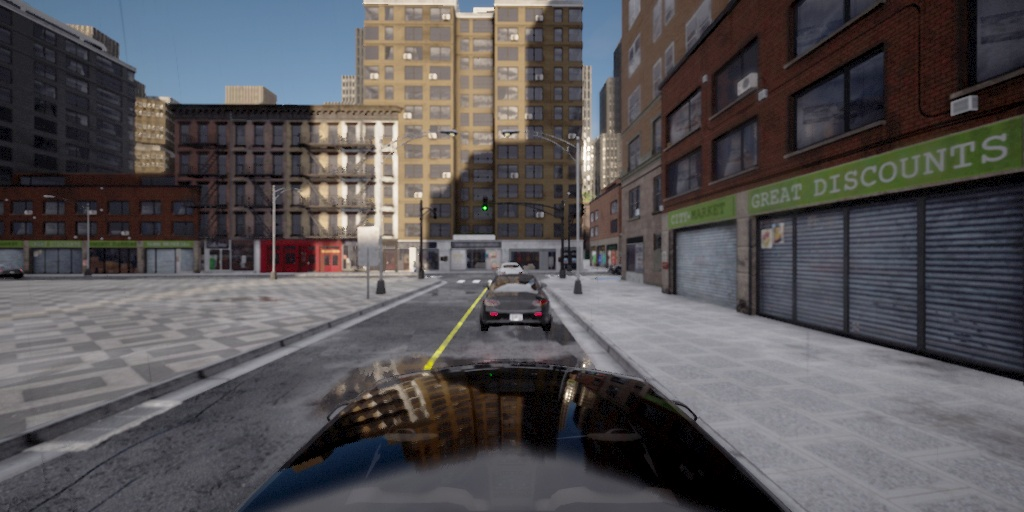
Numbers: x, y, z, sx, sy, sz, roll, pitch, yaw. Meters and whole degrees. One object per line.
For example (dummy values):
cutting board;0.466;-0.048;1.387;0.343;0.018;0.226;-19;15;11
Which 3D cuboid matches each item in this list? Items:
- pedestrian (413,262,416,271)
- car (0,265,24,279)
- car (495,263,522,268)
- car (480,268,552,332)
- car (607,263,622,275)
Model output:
pedestrian;-10.180;0.840;37.403;0.375;1.860;0.375;0;0;-1
car;-49.210;1.518;33.846;4.181;1.385;1.994;0;0;0
car;-0.205;1.180;25.251;1.812;1.442;4.674;0;0;-5
car;0.088;1.242;10.590;1.812;1.442;4.674;0;0;0
car;11.602;1.032;34.656;4.674;1.442;1.812;-1;0;-3
